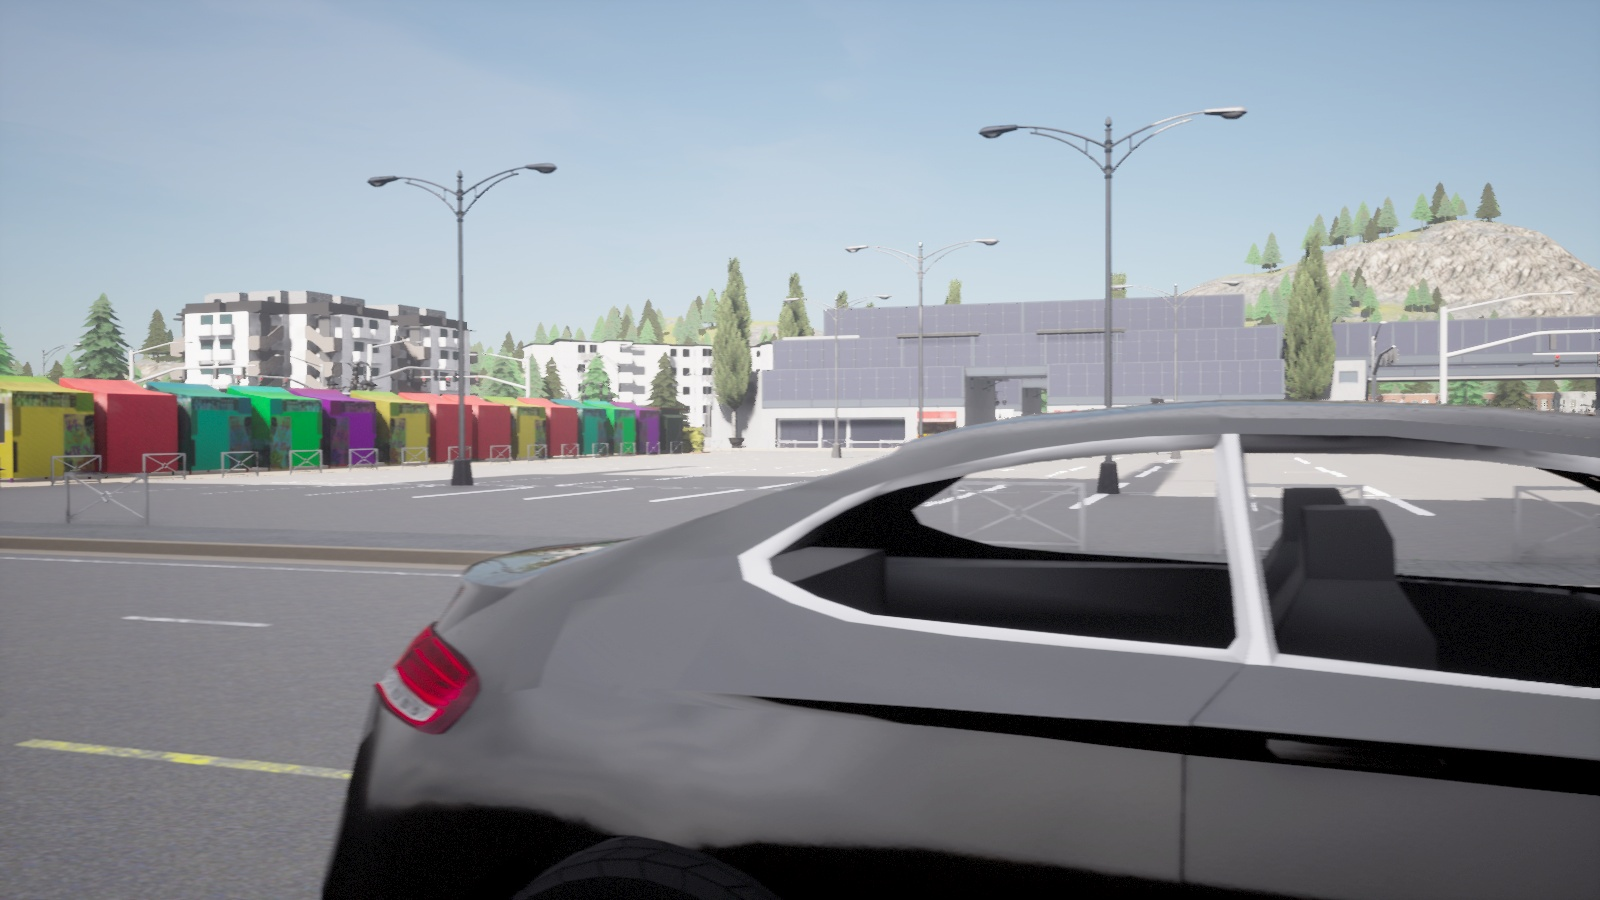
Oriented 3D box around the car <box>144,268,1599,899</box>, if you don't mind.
[{"bbox_3d":[1.427,0.567,2.710,5.027,1.651,2.152,1,1,19],"label":"car"}]
